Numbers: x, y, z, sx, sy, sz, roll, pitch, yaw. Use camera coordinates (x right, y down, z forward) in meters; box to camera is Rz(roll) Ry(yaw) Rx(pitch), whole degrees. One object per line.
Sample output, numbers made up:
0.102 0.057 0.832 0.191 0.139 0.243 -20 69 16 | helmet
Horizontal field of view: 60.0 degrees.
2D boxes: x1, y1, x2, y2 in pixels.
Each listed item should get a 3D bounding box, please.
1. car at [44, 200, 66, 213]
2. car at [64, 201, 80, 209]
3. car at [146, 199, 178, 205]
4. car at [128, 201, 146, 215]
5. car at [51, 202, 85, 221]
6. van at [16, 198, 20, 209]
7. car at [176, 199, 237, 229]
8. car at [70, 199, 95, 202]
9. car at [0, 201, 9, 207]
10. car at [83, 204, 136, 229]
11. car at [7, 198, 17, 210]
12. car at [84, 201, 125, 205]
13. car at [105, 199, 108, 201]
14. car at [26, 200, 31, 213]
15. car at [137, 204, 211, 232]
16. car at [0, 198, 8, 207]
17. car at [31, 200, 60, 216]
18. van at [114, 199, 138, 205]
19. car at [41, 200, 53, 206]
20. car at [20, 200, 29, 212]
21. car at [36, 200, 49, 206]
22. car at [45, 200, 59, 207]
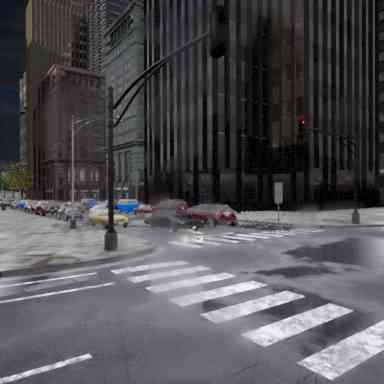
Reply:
-20.229 2.038 49.000 2.097 1.767 4.553 0 0 -35 | car
-22.551 2.406 62.282 1.802 1.307 4.206 -1 0 -35 | car
-2.258 1.667 33.649 2.192 1.841 5.009 -1 0 -35 | car
-5.189 2.003 37.803 1.802 1.307 4.206 -1 0 -35 | car
-11.930 2.004 32.546 2.008 1.369 4.403 -1 0 -35 | car
-26.058 2.123 52.479 1.690 1.788 3.998 -1 0 -35 | van
1.139 1.584 24.189 2.097 1.767 4.553 0 -1 -36 | car
-16.462 2.136 48.999 2.128 1.511 4.902 0 -1 -35 | car
-44.242 2.771 78.148 1.802 1.307 4.206 -1 0 -35 | car
-6.183 1.843 24.435 1.752 1.417 4.829 -1 0 -35 | car
-31.809 2.354 60.597 1.967 1.590 4.097 -1 0 -35 | car
-8.638 1.941 32.524 1.812 1.442 4.674 0 -1 -35 | car
-11.067 1.874 46.111 2.192 1.841 5.009 -1 0 -35 | car
-20.405 2.196 44.506 1.887 1.381 4.507 -1 0 -35 | car
-1.366 1.790 22.203 2.033 1.411 5.357 0 -1 -35 | car
-41.134 2.667 73.761 1.887 1.381 4.507 -1 0 -35 | car
-17.585 1.900 40.519 2.192 1.841 5.009 -1 0 -35 | car
-8.131 1.832 41.957 1.690 1.788 3.998 -1 0 -35 | van
-34.583 2.660 79.261 1.947 1.339 4.313 -1 0 -35 | car
-23.231 2.156 48.492 1.967 1.590 4.097 -1 0 -35 | car
-37.590 2.709 83.505 2.008 1.369 4.403 -1 0 -35 | car
-31.574 2.594 75.015 1.947 1.339 4.313 -1 0 -35 | car
